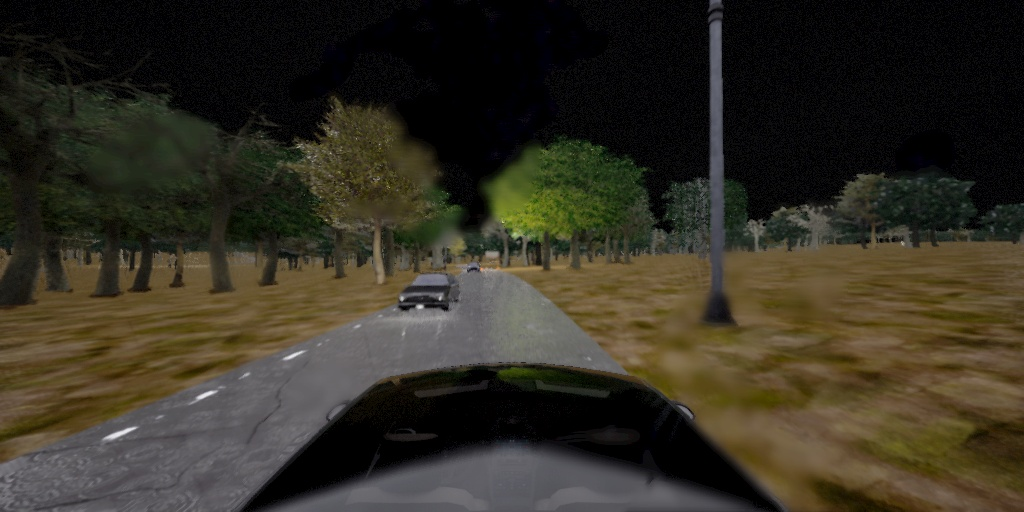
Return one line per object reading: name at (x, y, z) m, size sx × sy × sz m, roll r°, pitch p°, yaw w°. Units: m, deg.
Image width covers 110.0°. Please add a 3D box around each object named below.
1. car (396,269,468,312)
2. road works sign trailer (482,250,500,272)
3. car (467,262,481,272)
car at (-3.269, 1.415, 15.189) m, size 2.033 × 1.411 × 5.357 m, roll 0°, pitch 0°, yaw -1°
road works sign trailer at (-3.302, 0.841, 60.227) m, size 2.380 × 3.560 × 2.880 m, roll 0°, pitch 0°, yaw -7°
car at (-6.043, 1.691, 57.195) m, size 2.097 × 1.767 × 4.553 m, roll 0°, pitch -1°, yaw -6°
